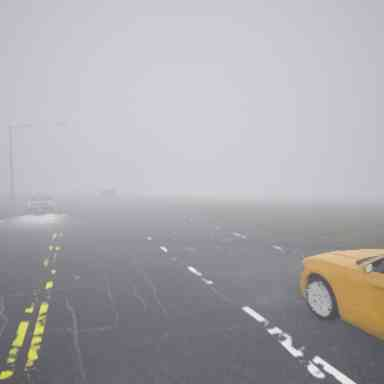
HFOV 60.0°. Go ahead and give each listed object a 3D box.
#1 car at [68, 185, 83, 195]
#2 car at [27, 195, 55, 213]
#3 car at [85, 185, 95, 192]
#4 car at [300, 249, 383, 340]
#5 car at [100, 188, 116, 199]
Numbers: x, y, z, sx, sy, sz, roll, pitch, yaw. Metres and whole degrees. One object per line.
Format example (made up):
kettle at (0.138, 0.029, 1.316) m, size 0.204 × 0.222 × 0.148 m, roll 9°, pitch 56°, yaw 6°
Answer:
car at (-23.861, -0.190, 67.511) m, size 1.994 × 1.385 × 4.181 m, roll -1°, pitch 2°, yaw -13°
car at (-12.548, 0.936, 27.832) m, size 1.895 × 1.301 × 4.718 m, roll -2°, pitch 2°, yaw -20°
car at (-27.178, -0.807, 89.838) m, size 1.895 × 1.301 × 4.718 m, roll -2°, pitch 2°, yaw -20°
car at (3.428, 1.307, 4.084) m, size 1.882 × 1.535 × 5.008 m, roll -2°, pitch 2°, yaw -20°
car at (-12.001, 0.136, 47.304) m, size 1.882 × 1.535 × 5.008 m, roll -2°, pitch 2°, yaw -20°
